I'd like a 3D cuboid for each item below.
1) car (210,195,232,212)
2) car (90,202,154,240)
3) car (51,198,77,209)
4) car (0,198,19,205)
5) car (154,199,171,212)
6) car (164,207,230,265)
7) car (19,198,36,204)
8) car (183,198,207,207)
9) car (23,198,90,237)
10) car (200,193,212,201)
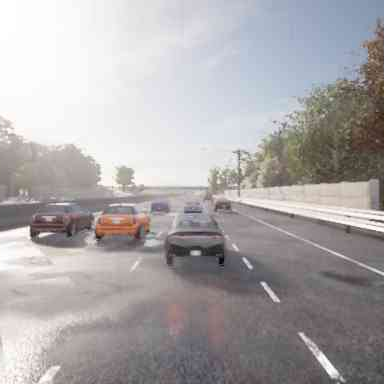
[{"bbox_3d":[3.517,1.419,39.092,1.882,1.535,5.008,0,0,0],"label":"car"},{"bbox_3d":[-3.392,1.359,17.106,2.097,1.767,4.553,0,0,0],"label":"car"},{"bbox_3d":[-17.559,1.558,45.962,1.812,1.442,4.674,0,0,0],"label":"car"},{"bbox_3d":[-24.544,1.558,45.959,1.812,1.442,4.674,0,0,0],"label":"car"},{"bbox_3d":[-3.383,1.499,36.757,1.882,1.535,5.008,0,0,0],"label":"car"},{"bbox_3d":[0.106,1.495,11.713,2.128,1.511,4.902,0,0,0],"label":"car"},{"bbox_3d":[-21.057,1.579,45.647,2.033,1.411,5.357,0,0,0],"label":"car"},{"bbox_3d":[0.112,1.566,32.968,2.033,1.411,5.357,0,0,0],"label":"car"},{"bbox_3d":[-6.893,1.360,18.156,2.097,1.767,4.553,0,0,0],"label":"car"},{"bbox_3d":[3.533,1.278,73.114,2.150,2.045,5.566,0,0,0],"label":"car"}]
